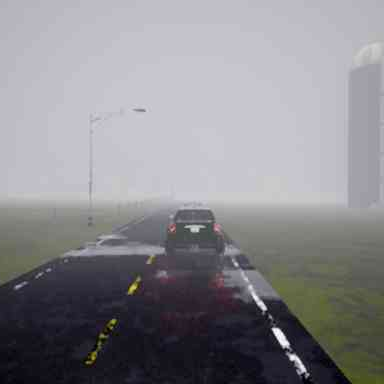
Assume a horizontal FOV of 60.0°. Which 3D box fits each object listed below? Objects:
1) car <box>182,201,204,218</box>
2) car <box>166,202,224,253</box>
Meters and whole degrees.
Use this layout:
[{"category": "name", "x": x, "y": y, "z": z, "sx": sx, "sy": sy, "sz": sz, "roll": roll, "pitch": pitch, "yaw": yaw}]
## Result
[{"category": "car", "x": 0.103, "y": 1.624, "z": 31.823, "sx": 1.895, "sy": 1.301, "sz": 4.718, "roll": 0, "pitch": 0, "yaw": 0}, {"category": "car", "x": 0.102, "y": 1.359, "z": 13.858, "sx": 2.097, "sy": 1.767, "sz": 4.553, "roll": 0, "pitch": 0, "yaw": 0}]
